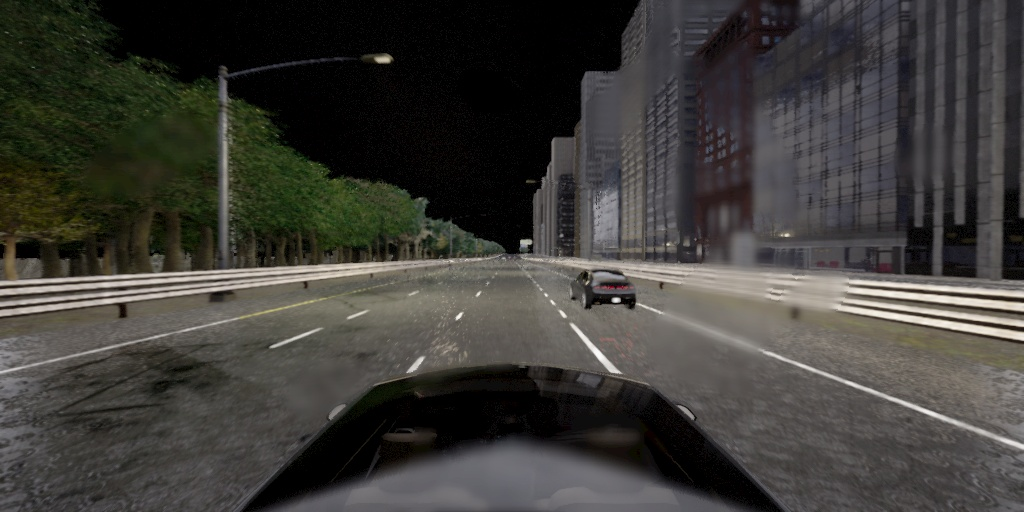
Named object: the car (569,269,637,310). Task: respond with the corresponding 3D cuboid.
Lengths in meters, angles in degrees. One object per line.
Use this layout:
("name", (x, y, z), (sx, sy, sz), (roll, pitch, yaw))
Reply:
("car", (3.569, 1.276, 14.763), (1.837, 1.490, 4.892), (0, 0, 0))
